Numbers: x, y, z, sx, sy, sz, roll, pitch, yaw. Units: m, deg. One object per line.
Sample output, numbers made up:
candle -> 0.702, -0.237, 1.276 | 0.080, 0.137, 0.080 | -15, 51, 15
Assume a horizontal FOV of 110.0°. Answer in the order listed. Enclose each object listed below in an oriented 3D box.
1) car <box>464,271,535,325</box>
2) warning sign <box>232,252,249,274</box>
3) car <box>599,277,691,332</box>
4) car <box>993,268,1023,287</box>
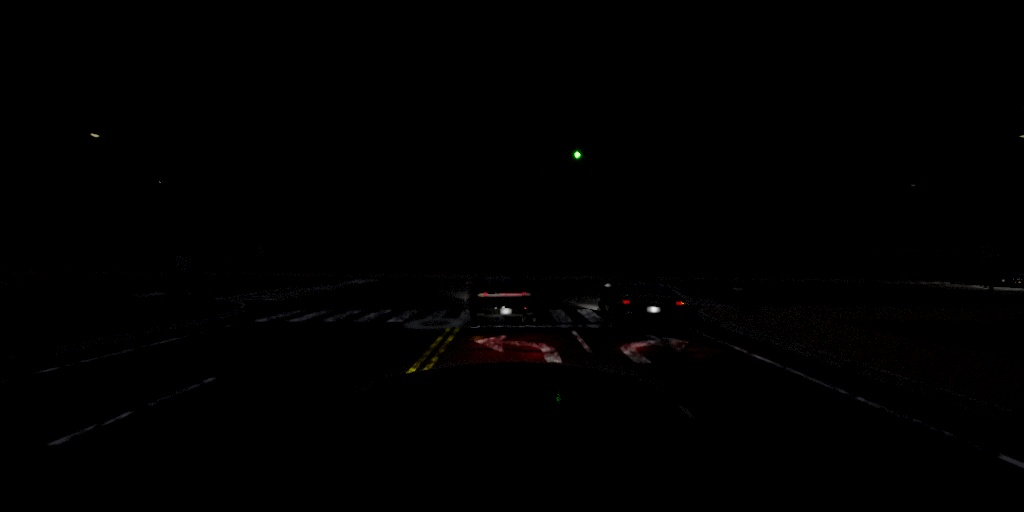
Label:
car -> -0.516, 1.251, 11.878 | 2.128, 1.511, 4.902 | 0, 0, -8
warning sign -> -23.441, 0.619, 30.809 | 1.060, 1.860, 1.300 | 0, 0, 2
car -> 3.890, 1.326, 11.034 | 1.994, 1.385, 4.181 | 0, 0, 9
car -> 38.703, 1.597, 26.412 | 4.892, 1.490, 1.837 | 1, 0, 2
